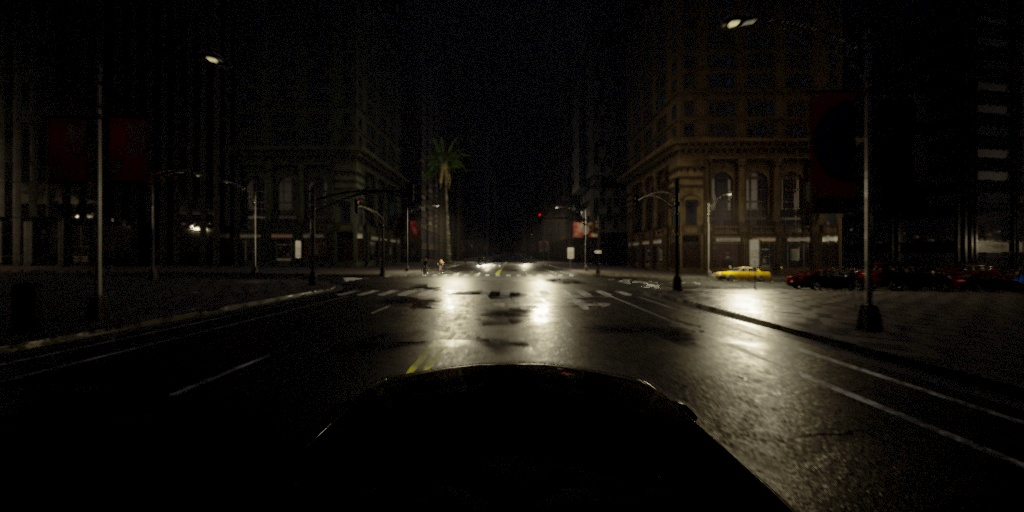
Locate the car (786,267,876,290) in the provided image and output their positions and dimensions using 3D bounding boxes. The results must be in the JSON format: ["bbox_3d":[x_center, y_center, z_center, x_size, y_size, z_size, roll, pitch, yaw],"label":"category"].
[{"bbox_3d":[20.720,1.567,23.701,4.507,1.381,1.888,0,0,0],"label":"car"}]

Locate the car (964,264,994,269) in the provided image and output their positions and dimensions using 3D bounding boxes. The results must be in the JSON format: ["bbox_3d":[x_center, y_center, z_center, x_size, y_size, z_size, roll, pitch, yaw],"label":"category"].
[{"bbox_3d":[40.292,1.625,32.189,5.009,1.841,2.192,0,0,0],"label":"car"}]

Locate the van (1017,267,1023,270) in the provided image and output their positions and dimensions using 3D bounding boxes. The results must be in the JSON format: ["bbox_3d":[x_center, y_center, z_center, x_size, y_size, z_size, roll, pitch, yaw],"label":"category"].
[{"bbox_3d":[35.982,1.572,23.652,3.998,1.789,1.690,0,0,0],"label":"van"}]

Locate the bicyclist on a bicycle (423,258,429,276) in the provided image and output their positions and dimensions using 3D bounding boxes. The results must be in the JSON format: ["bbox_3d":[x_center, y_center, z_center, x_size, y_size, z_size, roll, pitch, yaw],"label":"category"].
[{"bbox_3d":[-8.725,1.083,35.993,0.659,1.776,1.843,0,0,0],"label":"bicyclist on a bicycle"}]

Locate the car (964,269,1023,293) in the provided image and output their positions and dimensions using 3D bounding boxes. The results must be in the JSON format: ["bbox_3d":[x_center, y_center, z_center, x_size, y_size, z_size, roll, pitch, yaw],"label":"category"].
[{"bbox_3d":[30.894,1.743,23.669,4.207,1.307,1.802,0,0,0],"label":"car"}]

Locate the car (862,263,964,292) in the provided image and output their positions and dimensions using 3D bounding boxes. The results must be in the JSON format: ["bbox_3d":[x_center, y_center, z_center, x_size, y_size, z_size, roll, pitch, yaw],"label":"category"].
[{"bbox_3d":[25.807,1.406,23.685,5.009,1.841,2.192,0,0,0],"label":"car"}]

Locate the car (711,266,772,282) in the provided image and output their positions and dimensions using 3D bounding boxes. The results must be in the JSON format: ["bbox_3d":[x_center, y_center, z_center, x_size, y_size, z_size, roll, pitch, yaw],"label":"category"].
[{"bbox_3d":[20.579,1.568,32.230,4.829,1.417,1.751,0,0,0],"label":"car"}]

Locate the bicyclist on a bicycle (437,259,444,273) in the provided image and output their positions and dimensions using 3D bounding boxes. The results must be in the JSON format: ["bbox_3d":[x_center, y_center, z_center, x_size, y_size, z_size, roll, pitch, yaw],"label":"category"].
[{"bbox_3d":[-8.191,1.140,41.392,0.866,1.612,1.509,0,0,1],"label":"bicyclist on a bicycle"}]
